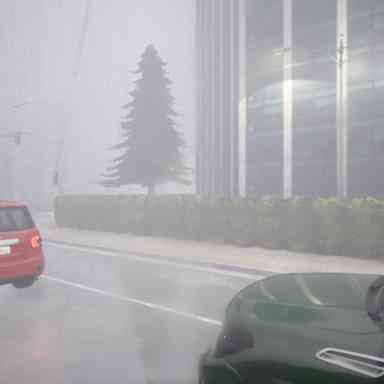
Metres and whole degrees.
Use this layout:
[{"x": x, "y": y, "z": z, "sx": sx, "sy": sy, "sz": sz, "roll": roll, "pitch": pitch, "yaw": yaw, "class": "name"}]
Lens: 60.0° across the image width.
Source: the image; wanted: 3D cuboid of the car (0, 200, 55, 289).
[{"x": -5.762, "y": 1.218, "z": 8.033, "sx": 5.566, "sy": 2.045, "sz": 2.150, "roll": 0, "pitch": 0, "yaw": 38, "class": "car"}]

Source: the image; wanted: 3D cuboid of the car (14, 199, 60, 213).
[{"x": -17.214, "y": 1.550, "z": 37.021, "sx": 1.994, "sy": 1.385, "sz": 4.181, "roll": 0, "pitch": 0, "yaw": 36, "class": "car"}]

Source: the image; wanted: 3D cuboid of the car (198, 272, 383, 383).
[{"x": 2.711, "y": 1.222, "z": 2.057, "sx": 5.566, "sy": 2.045, "sz": 2.150, "roll": 0, "pitch": 0, "yaw": 36, "class": "car"}]
